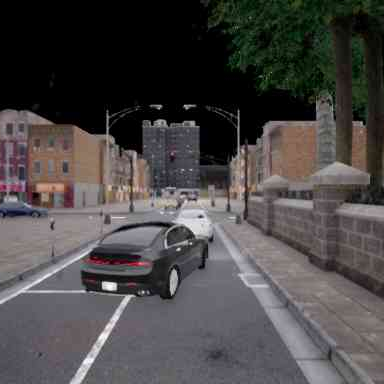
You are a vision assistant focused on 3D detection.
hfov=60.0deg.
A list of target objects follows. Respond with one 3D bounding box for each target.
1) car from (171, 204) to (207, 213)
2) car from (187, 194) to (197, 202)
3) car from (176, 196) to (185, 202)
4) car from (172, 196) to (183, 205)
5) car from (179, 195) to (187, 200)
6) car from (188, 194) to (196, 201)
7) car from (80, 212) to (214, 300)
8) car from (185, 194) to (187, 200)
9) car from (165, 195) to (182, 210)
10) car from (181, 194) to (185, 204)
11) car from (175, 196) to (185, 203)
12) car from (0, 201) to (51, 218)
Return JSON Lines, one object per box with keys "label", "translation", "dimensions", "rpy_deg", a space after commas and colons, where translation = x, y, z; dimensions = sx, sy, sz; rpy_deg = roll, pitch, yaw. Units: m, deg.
{"label": "car", "translation": [0.045, 1.519, 16.046], "dimensions": [1.812, 1.442, 4.674], "rpy_deg": [0, 0, 0]}
{"label": "car", "translation": [0.060, 1.340, 74.129], "dimensions": [2.097, 1.767, 4.553], "rpy_deg": [0, 0, 0]}
{"label": "car", "translation": [-2.578, 1.542, 75.905], "dimensions": [2.008, 1.369, 4.403], "rpy_deg": [0, 0, 0]}
{"label": "car", "translation": [-2.591, 1.515, 59.379], "dimensions": [1.752, 1.417, 4.829], "rpy_deg": [0, 0, 0]}
{"label": "car", "translation": [-2.565, 1.545, 92.261], "dimensions": [2.008, 1.369, 4.403], "rpy_deg": [0, 0, 0]}
{"label": "car", "translation": [0.068, 1.321, 84.165], "dimensions": [1.882, 1.535, 5.008], "rpy_deg": [0, 0, 0]}
{"label": "car", "translation": [-0.876, 1.501, 8.508], "dimensions": [1.837, 1.490, 4.892], "rpy_deg": [0, 0, 16]}
{"label": "car", "translation": [-2.587, 1.556, 65.000], "dimensions": [1.947, 1.339, 4.313], "rpy_deg": [0, 0, 0]}
{"label": "car", "translation": [-2.604, 1.514, 43.022], "dimensions": [1.752, 1.417, 4.829], "rpy_deg": [0, 0, 0]}
{"label": "car", "translation": [-2.600, 1.304, 48.644], "dimensions": [2.192, 1.841, 5.009], "rpy_deg": [0, 0, 0]}
{"label": "car", "translation": [-2.582, 1.556, 70.453], "dimensions": [1.947, 1.339, 4.313], "rpy_deg": [0, 0, 0]}
{"label": "car", "translation": [-14.578, 1.535, 28.507], "dimensions": [4.674, 1.442, 1.812], "rpy_deg": [0, 0, 0]}
